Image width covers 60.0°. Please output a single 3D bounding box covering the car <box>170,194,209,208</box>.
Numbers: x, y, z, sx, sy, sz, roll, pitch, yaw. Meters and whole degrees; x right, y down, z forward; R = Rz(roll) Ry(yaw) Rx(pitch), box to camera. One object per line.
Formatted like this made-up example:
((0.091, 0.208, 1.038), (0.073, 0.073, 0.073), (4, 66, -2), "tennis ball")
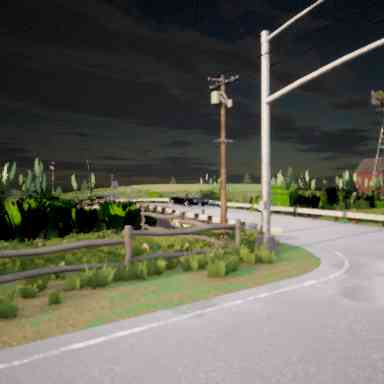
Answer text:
((-0.397, 0.802, 32.673), (1.895, 1.301, 4.718), (-1, 1, -31), "car")
